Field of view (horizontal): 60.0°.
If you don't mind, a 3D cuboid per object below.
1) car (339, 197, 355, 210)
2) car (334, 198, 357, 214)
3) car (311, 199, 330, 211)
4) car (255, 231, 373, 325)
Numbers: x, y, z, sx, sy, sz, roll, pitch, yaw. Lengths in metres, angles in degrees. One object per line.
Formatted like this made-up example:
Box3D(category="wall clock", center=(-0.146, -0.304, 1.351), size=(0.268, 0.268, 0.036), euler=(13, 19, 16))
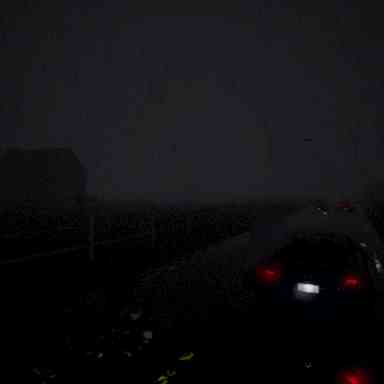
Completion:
Box3D(category="car", center=(20.635, 1.481, 44.296), size=(1.812, 1.442, 4.674), euler=(0, 0, 26))
Box3D(category="car", center=(16.192, 1.496, 34.966), size=(1.812, 1.442, 4.674), euler=(0, 0, 26))
Box3D(category="car", center=(15.609, 1.513, 40.206), size=(2.033, 1.411, 5.357), euler=(0, 0, 26))
Box3D(category="car", center=(2.793, 1.558, 7.305), size=(1.994, 1.385, 4.181), euler=(0, 0, 26))
